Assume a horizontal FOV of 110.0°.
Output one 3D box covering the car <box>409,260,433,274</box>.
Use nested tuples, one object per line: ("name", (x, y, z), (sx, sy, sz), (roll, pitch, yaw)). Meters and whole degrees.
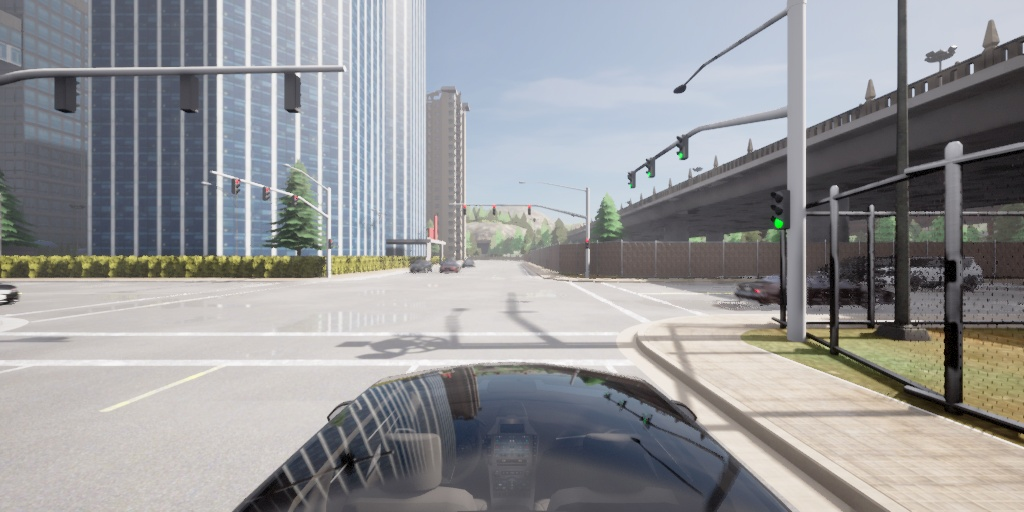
("car", (-10.594, 1.250, 41.972), (1.837, 1.490, 4.892), (0, 1, 0))

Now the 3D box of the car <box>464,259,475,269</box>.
("car", (-7.079, 1.271, 58.414), (1.812, 1.442, 4.674), (0, 0, 0))

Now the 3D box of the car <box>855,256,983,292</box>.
("car", (24.459, 1.025, 21.441), (5.566, 2.045, 2.150), (0, 0, 0))

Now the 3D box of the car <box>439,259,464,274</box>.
("car", (-7.095, 1.311, 41.466), (1.994, 1.385, 4.181), (0, 0, 0))

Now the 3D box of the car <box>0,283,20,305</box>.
("car", (-22.830, 1.348, 14.249), (4.902, 1.511, 2.128), (1, 0, 0))

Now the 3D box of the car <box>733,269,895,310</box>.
("car", (11.903, 1.363, 14.323), (5.357, 1.411, 2.033), (0, 0, 0))

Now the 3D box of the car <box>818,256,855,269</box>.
("car", (24.365, 1.025, 24.951), (5.566, 2.045, 2.150), (0, 0, 0))
